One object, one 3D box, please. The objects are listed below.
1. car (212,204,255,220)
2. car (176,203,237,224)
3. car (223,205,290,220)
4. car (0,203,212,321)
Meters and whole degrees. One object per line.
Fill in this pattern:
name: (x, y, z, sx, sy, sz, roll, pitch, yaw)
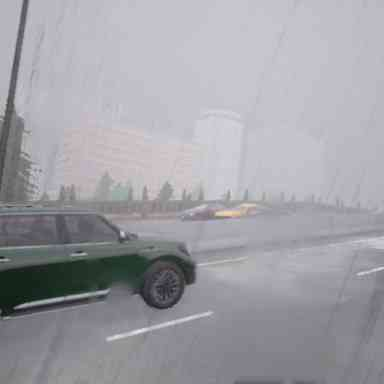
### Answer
car: (3.852, 1.616, 23.934, 5.008, 1.535, 1.882, 1, 0, -35)
car: (1.183, 1.657, 26.330, 4.674, 1.442, 1.812, 1, 0, -35)
car: (4.252, 1.685, 19.922, 4.181, 1.385, 1.994, 1, 0, -35)
car: (-2.535, 1.234, 6.237, 5.566, 2.045, 2.150, 0, 0, -36)
